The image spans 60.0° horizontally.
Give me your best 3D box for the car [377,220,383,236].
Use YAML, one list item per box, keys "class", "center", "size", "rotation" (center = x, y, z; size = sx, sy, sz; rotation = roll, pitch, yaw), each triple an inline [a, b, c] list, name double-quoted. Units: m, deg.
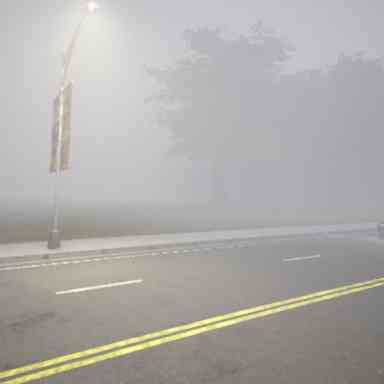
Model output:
- class: "car"
  center: [12.541, 1.773, 18.890]
  size: [4.674, 1.442, 1.812]
  rotation: [1, -1, -30]
